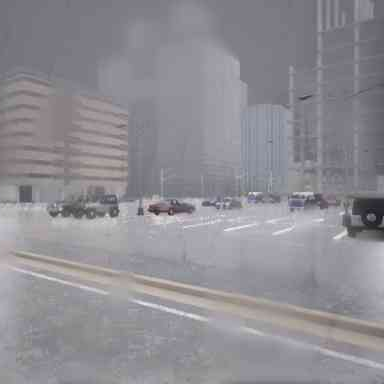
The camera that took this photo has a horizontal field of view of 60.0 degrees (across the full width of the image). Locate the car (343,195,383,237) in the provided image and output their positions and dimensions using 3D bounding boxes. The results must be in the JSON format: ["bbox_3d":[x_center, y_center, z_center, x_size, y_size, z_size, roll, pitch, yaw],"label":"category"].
[{"bbox_3d":[8.674,1.154,15.897,1.905,1.878,3.866,0,0,34],"label":"car"}]

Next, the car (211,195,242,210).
[{"bbox_3d":[4.408,1.394,39.810,1.970,1.475,3.806,0,0,34],"label":"car"}]

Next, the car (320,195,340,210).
[{"bbox_3d":[20.039,1.362,47.476,1.784,1.438,3.905,0,0,34],"label":"car"}]

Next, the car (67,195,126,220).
[{"bbox_3d":[-7.610,1.154,26.848,1.905,1.878,3.866,0,0,34],"label":"car"}]

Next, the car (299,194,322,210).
[{"bbox_3d":[17.640,1.394,49.097,1.970,1.475,3.806,0,0,34],"label":"car"}]

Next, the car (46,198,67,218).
[{"bbox_3d":[-9.978,1.151,28.513,1.932,1.855,4.605,0,0,34],"label":"car"}]

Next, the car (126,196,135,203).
[{"bbox_3d":[-13.818,1.540,66.888,2.033,1.411,5.357,0,0,34],"label":"car"}]
